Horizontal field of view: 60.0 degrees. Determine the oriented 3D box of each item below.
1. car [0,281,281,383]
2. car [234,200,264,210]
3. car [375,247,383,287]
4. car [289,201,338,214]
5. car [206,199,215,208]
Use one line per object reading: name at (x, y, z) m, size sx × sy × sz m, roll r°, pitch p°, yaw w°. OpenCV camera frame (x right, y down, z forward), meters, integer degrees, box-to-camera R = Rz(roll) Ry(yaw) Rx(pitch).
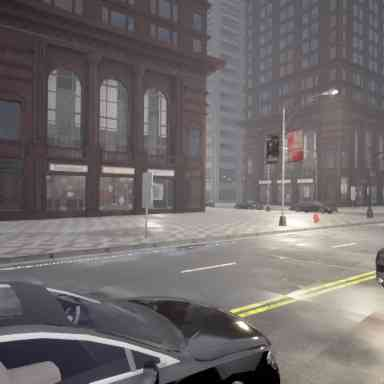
car at (-1.396, 1.492, 2.444) m, size 4.902 × 1.511 × 2.128 m, roll 0°, pitch 0°, yaw -36°
car at (7.710, 1.787, 45.283) m, size 1.994 × 1.385 × 4.181 m, roll 1°, pitch -1°, yaw -35°
car at (6.218, 1.516, 7.868) m, size 4.892 × 1.490 × 1.837 m, roll 0°, pitch 0°, yaw -35°
car at (13.467, 1.725, 37.182) m, size 2.033 × 1.411 × 5.357 m, roll 1°, pitch -1°, yaw -35°
car at (1.679, 1.748, 53.774) m, size 1.882 × 1.535 × 5.008 m, roll 1°, pitch -1°, yaw -35°
